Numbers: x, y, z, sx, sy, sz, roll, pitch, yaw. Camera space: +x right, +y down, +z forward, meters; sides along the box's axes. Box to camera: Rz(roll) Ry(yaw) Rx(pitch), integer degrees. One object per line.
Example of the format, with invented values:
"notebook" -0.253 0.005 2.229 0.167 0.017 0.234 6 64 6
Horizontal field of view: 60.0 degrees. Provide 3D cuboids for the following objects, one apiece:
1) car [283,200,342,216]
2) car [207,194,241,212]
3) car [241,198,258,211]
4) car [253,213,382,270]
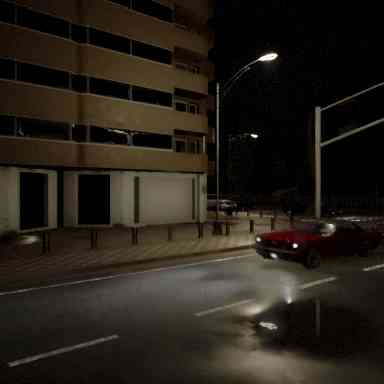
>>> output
"car" 10.512 1.560 29.958 1.837 1.490 4.892 0 0 -36
"car" 2.938 1.277 40.444 2.150 2.045 5.566 0 0 -36
"car" 6.098 1.558 42.048 1.837 1.490 4.892 0 1 -36
"car" 4.301 1.601 11.207 4.718 1.301 1.895 0 0 -34
